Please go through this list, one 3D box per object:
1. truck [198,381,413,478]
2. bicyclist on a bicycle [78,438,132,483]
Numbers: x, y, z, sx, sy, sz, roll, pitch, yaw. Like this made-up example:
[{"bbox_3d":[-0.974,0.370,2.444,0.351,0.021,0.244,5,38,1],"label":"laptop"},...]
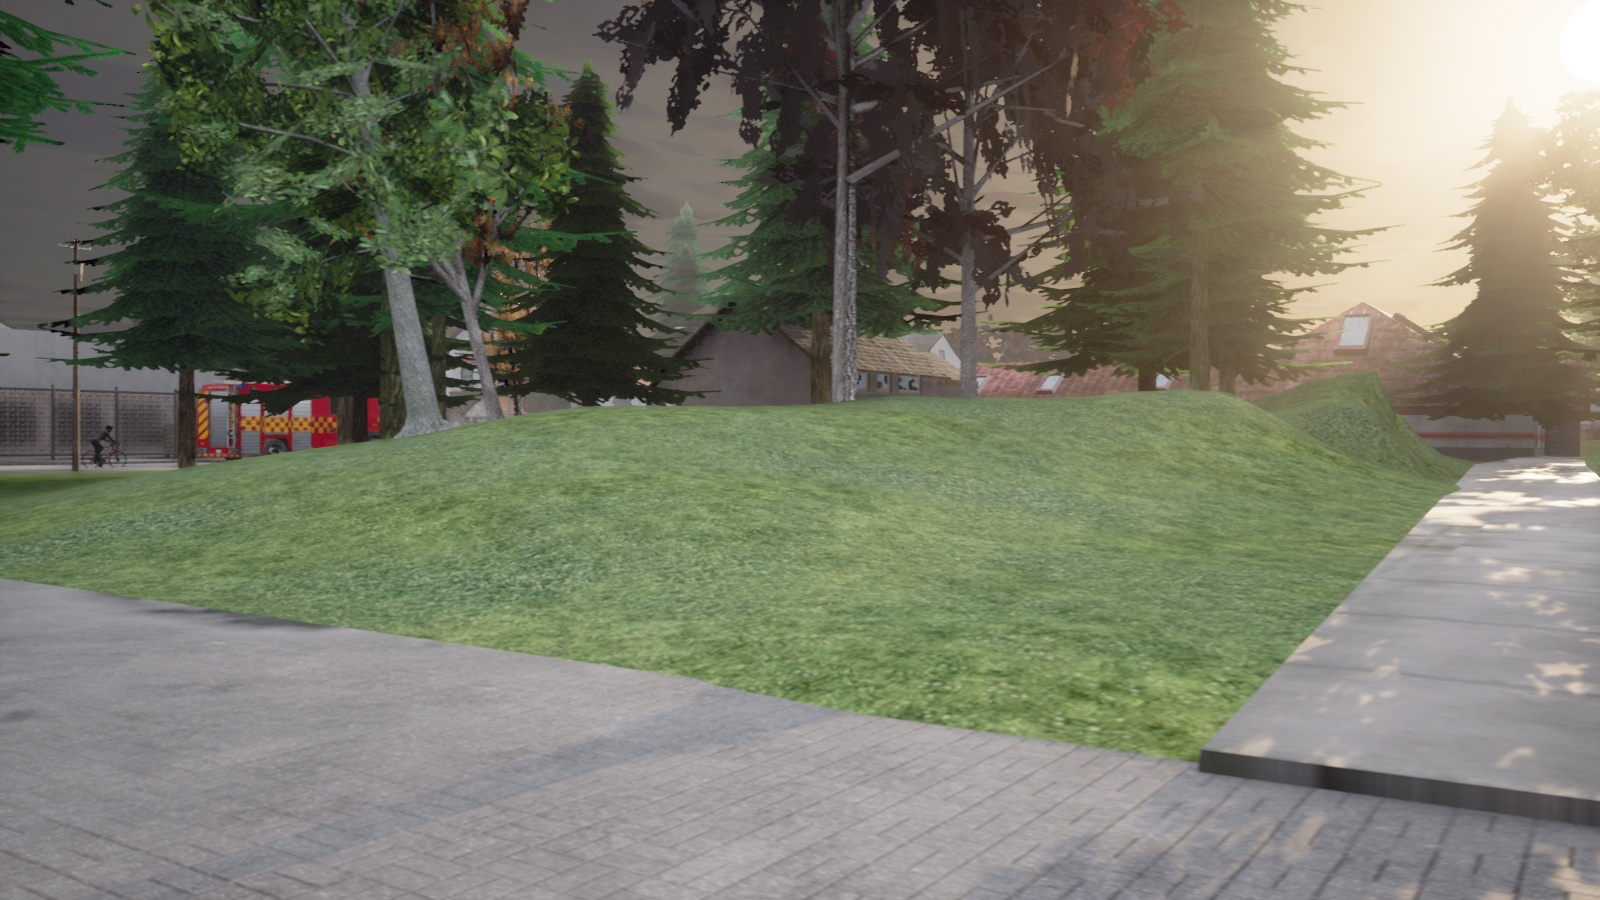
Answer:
[{"bbox_3d":[-21.033,-0.889,54.007,2.891,3.827,8.468,0,1,32],"label":"truck"},{"bbox_3d":[-25.861,0.372,46.747,0.582,1.620,1.656,0,1,34],"label":"bicyclist on a bicycle"}]
